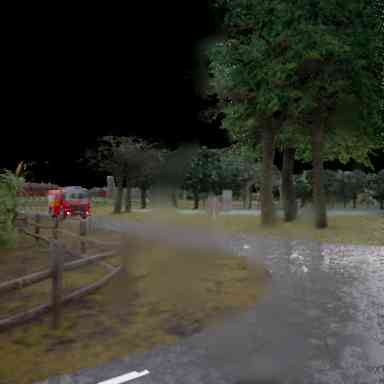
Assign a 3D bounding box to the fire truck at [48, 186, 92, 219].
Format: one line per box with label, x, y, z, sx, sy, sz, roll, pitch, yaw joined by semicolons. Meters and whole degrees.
fire truck;-15.103;1.280;40.531;2.891;3.827;8.468;2;-2;-36
